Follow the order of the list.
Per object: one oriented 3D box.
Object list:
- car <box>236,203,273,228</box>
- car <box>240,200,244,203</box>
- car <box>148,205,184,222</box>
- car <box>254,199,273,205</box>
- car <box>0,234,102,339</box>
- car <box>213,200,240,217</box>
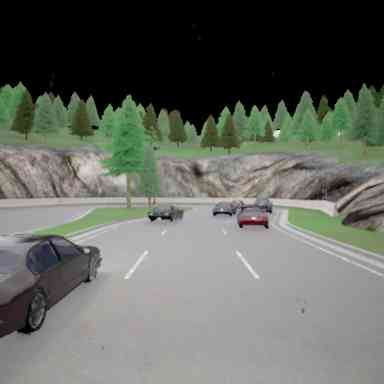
[{"bbox_3d":[4.253,1.678,23.353,1.994,1.385,4.181,0,0,8],"label":"car"},{"bbox_3d":[5.998,1.764,43.922,2.033,1.411,5.357,0,0,12],"label":"car"},{"bbox_3d":[-2.000,1.736,27.438,1.895,1.301,4.718,0,0,12],"label":"car"},{"bbox_3d":[8.164,1.540,38.142,2.097,1.767,4.553,0,0,16],"label":"car"},{"bbox_3d":[-3.399,1.581,6.743,2.033,1.411,5.357,0,0,0],"label":"car"},{"bbox_3d":[3.417,1.732,34.145,1.994,1.385,4.181,0,0,15],"label":"car"}]
